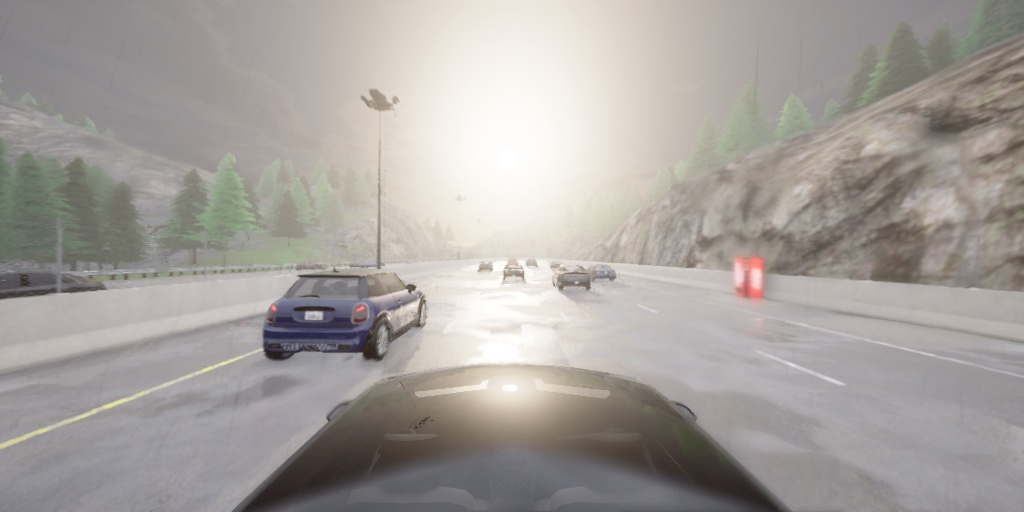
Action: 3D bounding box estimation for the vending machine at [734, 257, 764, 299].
[{"bbox_3d":[11.988,1.043,18.160,1.100,2.100,0.880,0,0,0],"label":"vending machine"}]

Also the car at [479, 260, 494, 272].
[{"bbox_3d":[-3.360,1.283,46.813,2.033,1.411,5.357,0,0,-1],"label":"car"}]

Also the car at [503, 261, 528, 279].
[{"bbox_3d":[0.139,1.360,32.030,1.895,1.301,4.718,0,0,0],"label":"car"}]

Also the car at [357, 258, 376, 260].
[{"bbox_3d":[-17.578,1.103,45.531,1.882,1.535,5.008,0,0,0],"label":"car"}]

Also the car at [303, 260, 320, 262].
[{"bbox_3d":[-24.571,1.133,43.996,1.994,1.385,4.181,0,0,0],"label":"car"}]

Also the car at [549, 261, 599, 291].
[{"bbox_3d":[3.598,1.275,22.335,2.128,1.511,4.902,0,0,0],"label":"car"}]

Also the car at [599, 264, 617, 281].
[{"bbox_3d":[7.285,1.362,30.469,2.033,1.411,5.357,0,0,-1],"label":"car"}]

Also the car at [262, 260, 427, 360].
[{"bbox_3d":[-3.467,1.077,8.428,2.097,1.767,4.553,0,0,0],"label":"car"}]

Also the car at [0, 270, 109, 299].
[{"bbox_3d":[-14.091,1.147,9.636,1.837,1.490,4.892,0,0,0],"label":"car"}]
